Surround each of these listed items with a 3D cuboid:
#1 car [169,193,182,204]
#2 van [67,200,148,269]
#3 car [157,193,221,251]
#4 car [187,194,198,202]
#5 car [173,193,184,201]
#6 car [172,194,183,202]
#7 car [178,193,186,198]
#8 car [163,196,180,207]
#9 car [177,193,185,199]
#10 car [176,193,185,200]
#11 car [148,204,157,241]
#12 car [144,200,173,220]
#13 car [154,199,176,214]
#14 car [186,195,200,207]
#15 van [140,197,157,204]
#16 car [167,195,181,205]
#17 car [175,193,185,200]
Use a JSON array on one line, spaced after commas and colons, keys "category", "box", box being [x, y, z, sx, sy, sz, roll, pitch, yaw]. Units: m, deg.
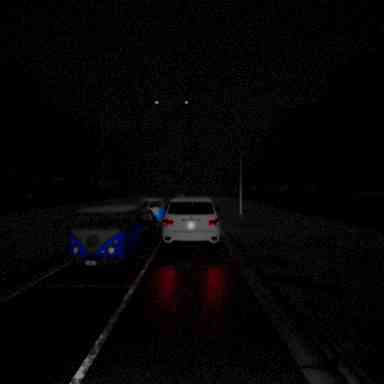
[{"category": "car", "box": [-2.640, 1.017, 55.106, 1.967, 1.590, 4.097, 1, 0, 0]}, {"category": "van", "box": [-2.632, 1.325, 10.775, 1.690, 1.788, 3.998, 0, 0, 0]}, {"category": "car", "box": [-0.020, 1.190, 14.055, 2.150, 2.045, 5.566, 0, 0, 0]}, {"category": "car", "box": [0.085, 1.031, 61.615, 1.837, 1.490, 4.892, 0, 0, 0]}, {"category": "car", "box": [-2.644, 0.940, 66.185, 1.967, 1.590, 4.097, 1, 0, 0]}, {"category": "car", "box": [-2.643, 1.062, 60.476, 1.752, 1.417, 4.829, 1, 0, 0]}, {"category": "car", "box": [-2.652, 0.940, 88.348, 2.008, 1.369, 4.403, 1, 0, 0]}, {"category": "car", "box": [-2.636, 1.242, 44.028, 1.947, 1.339, 4.313, 1, 1, 0]}, {"category": "car", "box": [-2.651, 0.961, 82.806, 1.887, 1.381, 4.507, 1, 0, 0]}, {"category": "car", "box": [-2.649, 1.008, 77.266, 1.947, 1.339, 4.313, 1, 0, 0]}, {"category": "car", "box": [-2.634, 1.507, 16.322, 2.008, 1.369, 4.403, 1, 0, 0]}, {"category": "car", "box": [-2.633, 1.428, 27.412, 1.947, 1.339, 4.313, 1, 1, 0]}, {"category": "car", "box": [-2.633, 1.381, 32.952, 1.802, 1.307, 4.206, 1, 1, 0]}, {"category": "car", "box": [0.091, 1.171, 44.881, 1.837, 1.490, 4.892, 0, 0, 0]}, {"category": "van", "box": [-2.631, 1.256, 21.865, 1.690, 1.788, 3.998, 1, 0, 0]}, {"category": "car", "box": [-2.639, 1.206, 49.569, 1.802, 1.307, 4.206, 1, 1, 0]}, {"category": "car", "box": [-2.648, 1.020, 71.725, 2.008, 1.369, 4.403, 1, 0, 0]}]
